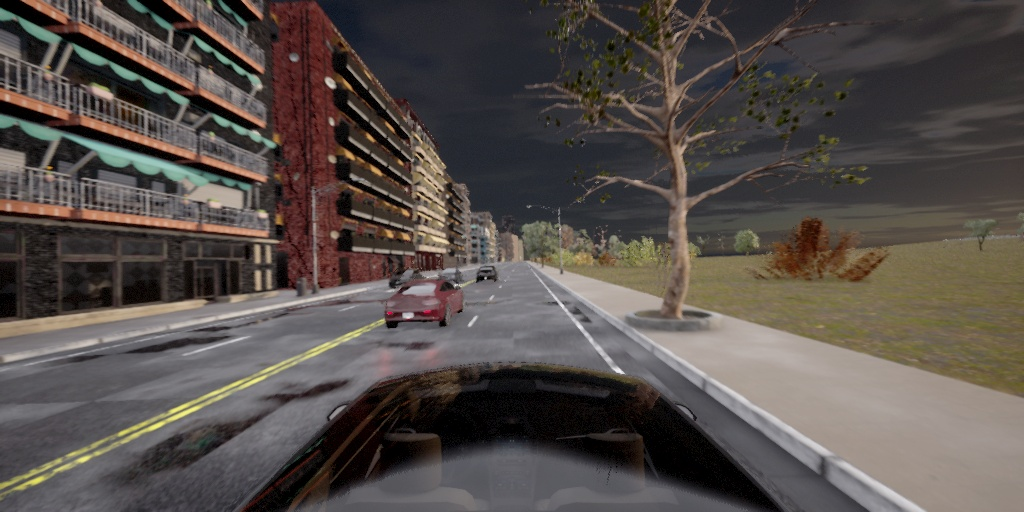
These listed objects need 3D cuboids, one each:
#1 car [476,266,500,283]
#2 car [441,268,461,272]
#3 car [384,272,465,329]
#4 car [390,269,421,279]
[{"bbox_3d":[-2.189,1.649,33.137,1.837,1.490,4.892,-2,0,2],"label":"car"},{"bbox_3d":[-5.634,1.802,32.846,1.812,1.442,4.674,-2,-1,2],"label":"car"},{"bbox_3d":[-2.809,1.488,12.206,1.812,1.442,4.674,-2,0,2],"label":"car"},{"bbox_3d":[-8.949,1.890,30.638,1.837,1.490,4.892,-2,-1,2],"label":"car"}]
